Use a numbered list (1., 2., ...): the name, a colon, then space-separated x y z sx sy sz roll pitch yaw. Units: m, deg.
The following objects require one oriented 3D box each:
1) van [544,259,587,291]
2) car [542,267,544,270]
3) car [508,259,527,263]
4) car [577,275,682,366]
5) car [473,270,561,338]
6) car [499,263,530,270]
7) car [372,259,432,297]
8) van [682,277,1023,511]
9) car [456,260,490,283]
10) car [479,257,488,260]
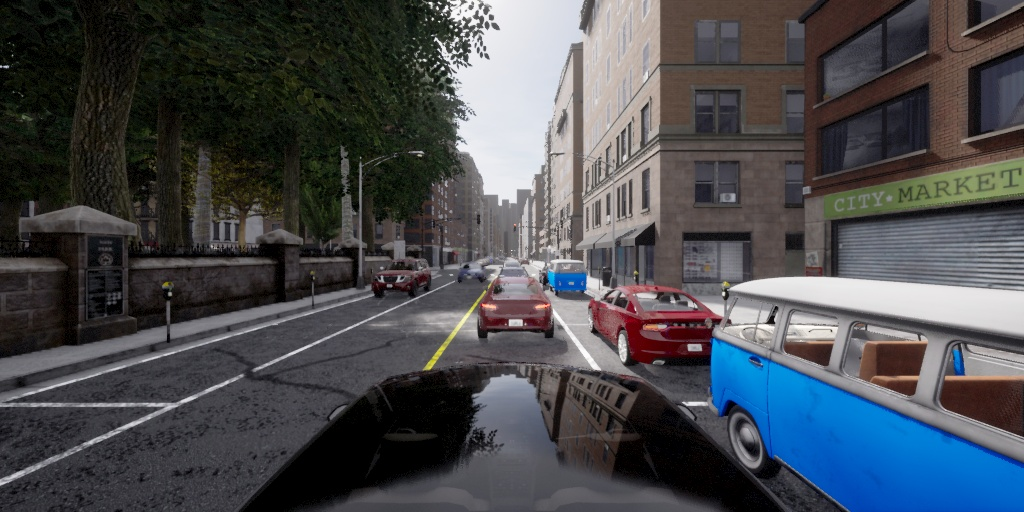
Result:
1. van: 2.857 1.086 19.152 1.690 1.789 3.998 0 0 0
2. car: 2.857 1.307 24.812 1.948 1.339 4.313 0 0 0
3. car: 0.004 1.242 29.355 1.837 1.490 4.892 0 0 0
4. car: 2.857 1.294 7.831 1.888 1.381 4.507 0 0 0
5. car: 0.095 1.275 10.032 1.812 1.442 4.674 0 0 0
6. car: 0.097 1.292 19.611 2.033 1.411 5.357 0 0 1
7. car: -5.668 1.060 19.112 2.192 1.841 5.009 0 0 0
8. van: 2.856 1.091 2.170 1.690 1.789 3.998 0 0 0
9. car: -3.016 1.264 27.732 1.812 1.442 4.674 0 0 0
10. car: -5.667 1.230 62.631 1.751 1.417 4.829 0 0 0
